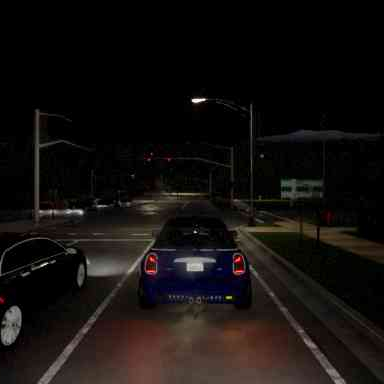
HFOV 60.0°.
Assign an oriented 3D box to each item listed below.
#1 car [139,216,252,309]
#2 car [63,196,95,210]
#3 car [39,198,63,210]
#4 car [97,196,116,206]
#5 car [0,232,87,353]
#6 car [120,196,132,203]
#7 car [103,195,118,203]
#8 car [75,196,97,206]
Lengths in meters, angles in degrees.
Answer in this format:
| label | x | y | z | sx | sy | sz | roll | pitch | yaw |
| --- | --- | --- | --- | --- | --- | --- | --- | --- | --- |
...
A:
| label | x | y | z | sx | sy | sz | roll | pitch | yaw |
| --- | --- | --- | --- | --- | --- | --- | --- | --- | --- |
| car | 0.067 | 1.352 | 8.026 | 2.097 | 1.767 | 4.553 | 0 | 0 | 0 |
| car | -14.700 | 1.601 | 43.711 | 1.895 | 1.301 | 4.718 | 0 | 0 | 1 |
| car | -18.201 | 1.477 | 43.705 | 1.882 | 1.535 | 5.008 | 0 | 0 | 1 |
| car | -14.502 | 1.547 | 56.196 | 2.033 | 1.411 | 5.357 | 0 | 0 | 1 |
| car | -3.443 | 1.505 | 6.120 | 1.837 | 1.490 | 4.892 | 0 | 0 | 0 |
| car | -14.190 | 1.521 | 71.538 | 1.812 | 1.442 | 4.674 | 0 | 0 | 1 |
| car | -17.677 | 1.524 | 72.404 | 2.128 | 1.511 | 4.902 | 0 | 0 | 1 |
| car | -17.989 | 1.492 | 56.867 | 2.128 | 1.511 | 4.902 | 0 | 0 | 1 |
